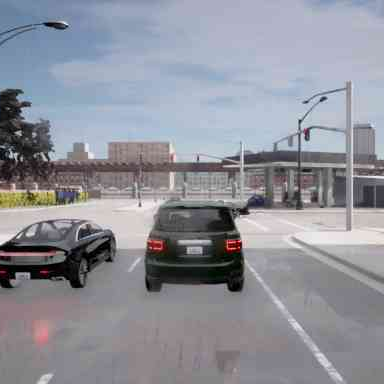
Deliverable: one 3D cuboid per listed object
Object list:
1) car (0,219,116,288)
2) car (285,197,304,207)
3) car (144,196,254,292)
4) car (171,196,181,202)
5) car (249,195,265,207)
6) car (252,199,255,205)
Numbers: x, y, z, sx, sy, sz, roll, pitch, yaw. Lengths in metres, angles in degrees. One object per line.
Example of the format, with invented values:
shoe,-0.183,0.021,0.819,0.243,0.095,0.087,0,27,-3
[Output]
car,-3.436,1.492,9.194,2.128,1.511,4.902,0,0,0
car,15.368,1.456,50.073,1.970,1.475,3.806,0,0,0
car,0.069,1.221,9.112,2.150,2.045,5.566,0,0,0
car,-3.630,1.552,74.542,1.994,1.385,4.181,0,0,0
car,9.624,1.295,49.301,2.242,1.667,4.611,0,0,0
car,2.380,1.548,29.035,5.357,1.411,2.033,0,0,0
